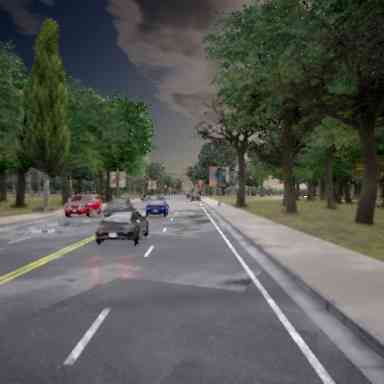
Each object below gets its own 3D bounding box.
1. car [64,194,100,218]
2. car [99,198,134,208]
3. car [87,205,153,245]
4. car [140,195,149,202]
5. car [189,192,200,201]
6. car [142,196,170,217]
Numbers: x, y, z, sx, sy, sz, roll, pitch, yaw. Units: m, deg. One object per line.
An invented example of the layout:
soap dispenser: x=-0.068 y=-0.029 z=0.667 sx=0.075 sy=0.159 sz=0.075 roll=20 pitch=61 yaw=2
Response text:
car: x=-9.891 y=1.228 z=30.760 sx=2.150 sy=2.045 sz=5.566 roll=0 pitch=0 yaw=0
car: x=-6.638 y=1.359 z=30.555 sx=2.097 sy=1.767 sz=4.553 roll=0 pitch=0 yaw=0
car: x=-3.151 y=1.544 z=15.572 sx=1.812 sy=1.442 sz=4.674 roll=0 pitch=0 yaw=0
car: x=-9.996 y=1.376 z=72.366 sx=1.812 sy=1.442 sz=4.674 roll=0 pitch=0 yaw=0
car: x=0.838 y=1.211 z=80.321 sx=2.097 sy=1.767 sz=4.553 roll=0 pitch=0 yaw=0
car: x=-3.196 y=1.482 z=31.540 sx=1.882 sy=1.535 sz=5.008 roll=0 pitch=0 yaw=0
